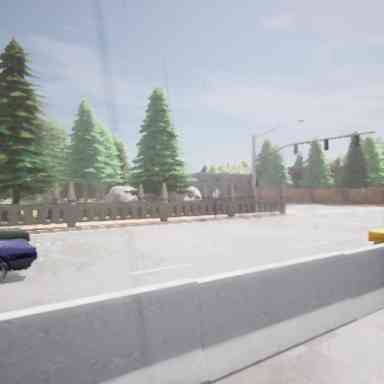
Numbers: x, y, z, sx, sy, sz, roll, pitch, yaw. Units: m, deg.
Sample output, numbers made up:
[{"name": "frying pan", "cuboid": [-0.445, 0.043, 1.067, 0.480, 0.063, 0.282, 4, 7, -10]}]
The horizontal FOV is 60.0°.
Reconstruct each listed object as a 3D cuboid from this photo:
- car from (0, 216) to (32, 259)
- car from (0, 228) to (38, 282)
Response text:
[{"name": "car", "cuboid": [-8.111, 1.599, 11.099, 4.718, 1.301, 1.895, 0, 0, -35]}, {"name": "car", "cuboid": [-6.421, 1.597, 8.006, 4.718, 1.301, 1.895, 1, 0, -35]}]
